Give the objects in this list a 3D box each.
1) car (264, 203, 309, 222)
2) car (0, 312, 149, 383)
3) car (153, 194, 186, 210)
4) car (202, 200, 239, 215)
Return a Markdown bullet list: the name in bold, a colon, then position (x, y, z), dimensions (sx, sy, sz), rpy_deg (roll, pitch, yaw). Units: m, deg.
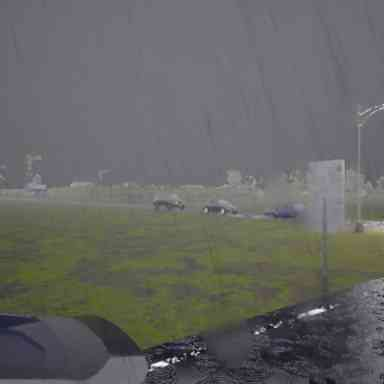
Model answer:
- **car**: position (8.570, 1.673, 28.270), dimensions (2.033, 1.411, 5.357), rpy_deg (0, 0, -33)
- **car**: position (-2.456, 1.484, 1.326), dimensions (4.902, 1.511, 2.128), rpy_deg (0, 0, -36)
- **car**: position (-3.156, 1.341, 45.135), dimensions (2.150, 2.045, 5.566), rpy_deg (0, 0, -37)
- **car**: position (3.094, 1.628, 36.473), dimensions (1.837, 1.490, 4.892), rpy_deg (0, 0, -35)
